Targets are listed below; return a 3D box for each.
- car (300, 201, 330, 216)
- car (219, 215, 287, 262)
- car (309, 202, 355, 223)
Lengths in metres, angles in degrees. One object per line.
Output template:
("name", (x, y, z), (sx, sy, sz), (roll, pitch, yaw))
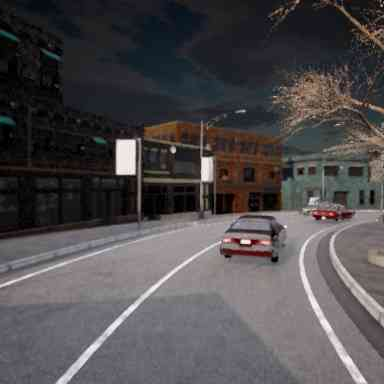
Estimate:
("car", (12.665, 1.611, 33.092), (4.902, 1.511, 2.128), (1, 1, -39))
("car", (2.454, 1.568, 12.457), (2.033, 1.411, 5.357), (1, 0, 19))
("car", (11.750, 1.743, 27.393), (1.895, 1.301, 4.718), (2, 0, 43))
